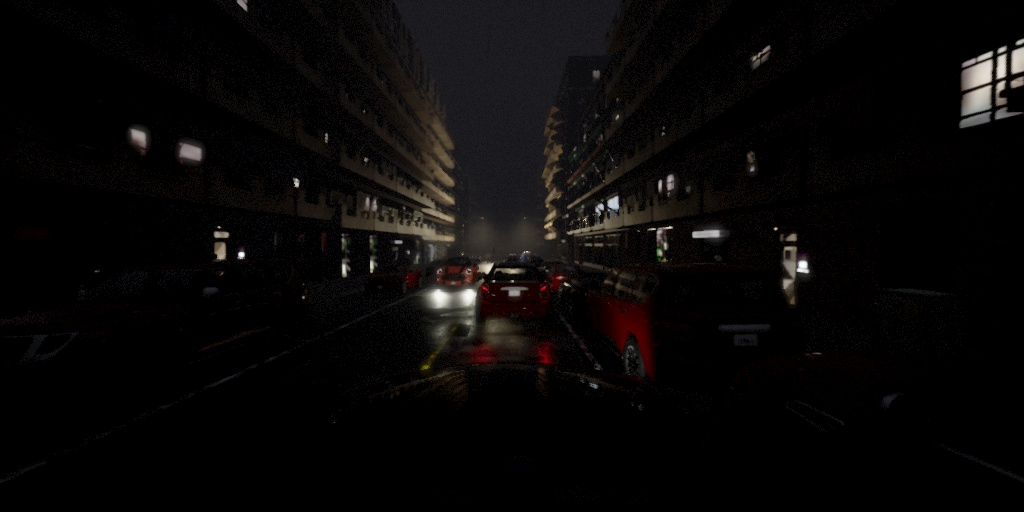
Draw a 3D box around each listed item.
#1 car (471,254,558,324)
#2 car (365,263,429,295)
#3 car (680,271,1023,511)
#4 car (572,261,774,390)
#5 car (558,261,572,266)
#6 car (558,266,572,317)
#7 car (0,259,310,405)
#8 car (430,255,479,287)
[{"bbox_3d":[0.045,0.954,11.456,2.097,1.767,4.553,0,1,0],"label":"car"},{"bbox_3d":[-5.691,1.051,17.720,1.888,1.381,4.507,0,0,0],"label":"car"},{"bbox_3d":[2.657,1.079,0.787,2.192,1.841,5.009,0,0,0],"label":"car"},{"bbox_3d":[2.657,0.993,6.452,2.192,1.841,5.009,0,0,0],"label":"car"},{"bbox_3d":[2.657,1.050,17.780,1.888,1.381,4.507,0,0,0],"label":"car"},{"bbox_3d":[2.657,1.158,12.116,1.948,1.339,4.313,0,0,0],"label":"car"},{"bbox_3d":[-5.691,0.994,6.391,2.192,1.841,5.009,0,0,0],"label":"car"},{"bbox_3d":[-3.090,0.806,21.079,2.097,1.767,4.553,0,1,0],"label":"car"}]
